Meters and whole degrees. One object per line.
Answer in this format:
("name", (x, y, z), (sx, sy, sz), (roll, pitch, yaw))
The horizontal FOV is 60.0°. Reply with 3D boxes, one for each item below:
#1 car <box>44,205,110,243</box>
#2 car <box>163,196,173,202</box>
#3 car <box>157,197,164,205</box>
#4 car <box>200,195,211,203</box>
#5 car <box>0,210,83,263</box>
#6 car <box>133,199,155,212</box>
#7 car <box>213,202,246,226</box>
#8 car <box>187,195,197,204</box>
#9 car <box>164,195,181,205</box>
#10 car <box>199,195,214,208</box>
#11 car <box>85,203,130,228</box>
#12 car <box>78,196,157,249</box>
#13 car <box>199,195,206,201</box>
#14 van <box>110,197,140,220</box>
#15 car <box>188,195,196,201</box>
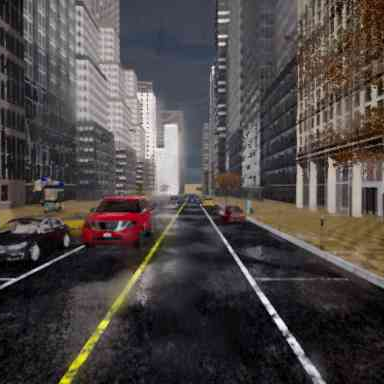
("car", (-5.693, 1.519, 17.175), (1.752, 1.417, 4.829), (-1, 0, 0))
("car", (-5.662, 1.574, 79.220), (2.008, 1.369, 4.403), (-1, 0, 0))
("car", (-5.673, 1.554, 56.720), (2.008, 1.369, 4.403), (-1, 0, 0))
("car", (2.710, 1.452, 67.966), (1.967, 1.590, 4.097), (-1, 0, 0))
("car", (-5.695, 1.545, 11.720), (2.008, 1.369, 4.403), (-1, 0, 0))
("car", (-5.681, 1.540, 39.845), (1.887, 1.381, 4.507), (-1, 0, 0))
("car", (2.691, 1.575, 22.967), (1.802, 1.307, 4.206), (-1, 0, 0))
("car", (0.033, 1.531, 65.716), (1.812, 1.442, 4.674), (0, 0, 0))
("car", (-3.026, 1.355, 56.699), (2.097, 1.767, 4.553), (0, 0, 0))
("car", (2.375, 1.457, 49.031), (1.801, 1.575, 5.366), (0, 0, 0))
("car", (-5.690, 1.538, 22.970), (1.887, 1.381, 4.507), (-1, 0, 0))
("car", (-3.090, 1.215, 14.911), (2.150, 2.045, 5.566), (0, 0, 0))
("car", (2.723, 1.561, 90.637), (1.752, 1.417, 4.829), (-1, 0, 0))
("van", (-5.690, 1.335, 28.594), (1.690, 1.788, 3.998), (-1, 0, 0))
("car", (0.041, 1.394, 81.485), (1.837, 1.490, 4.892), (0, 0, 0))
